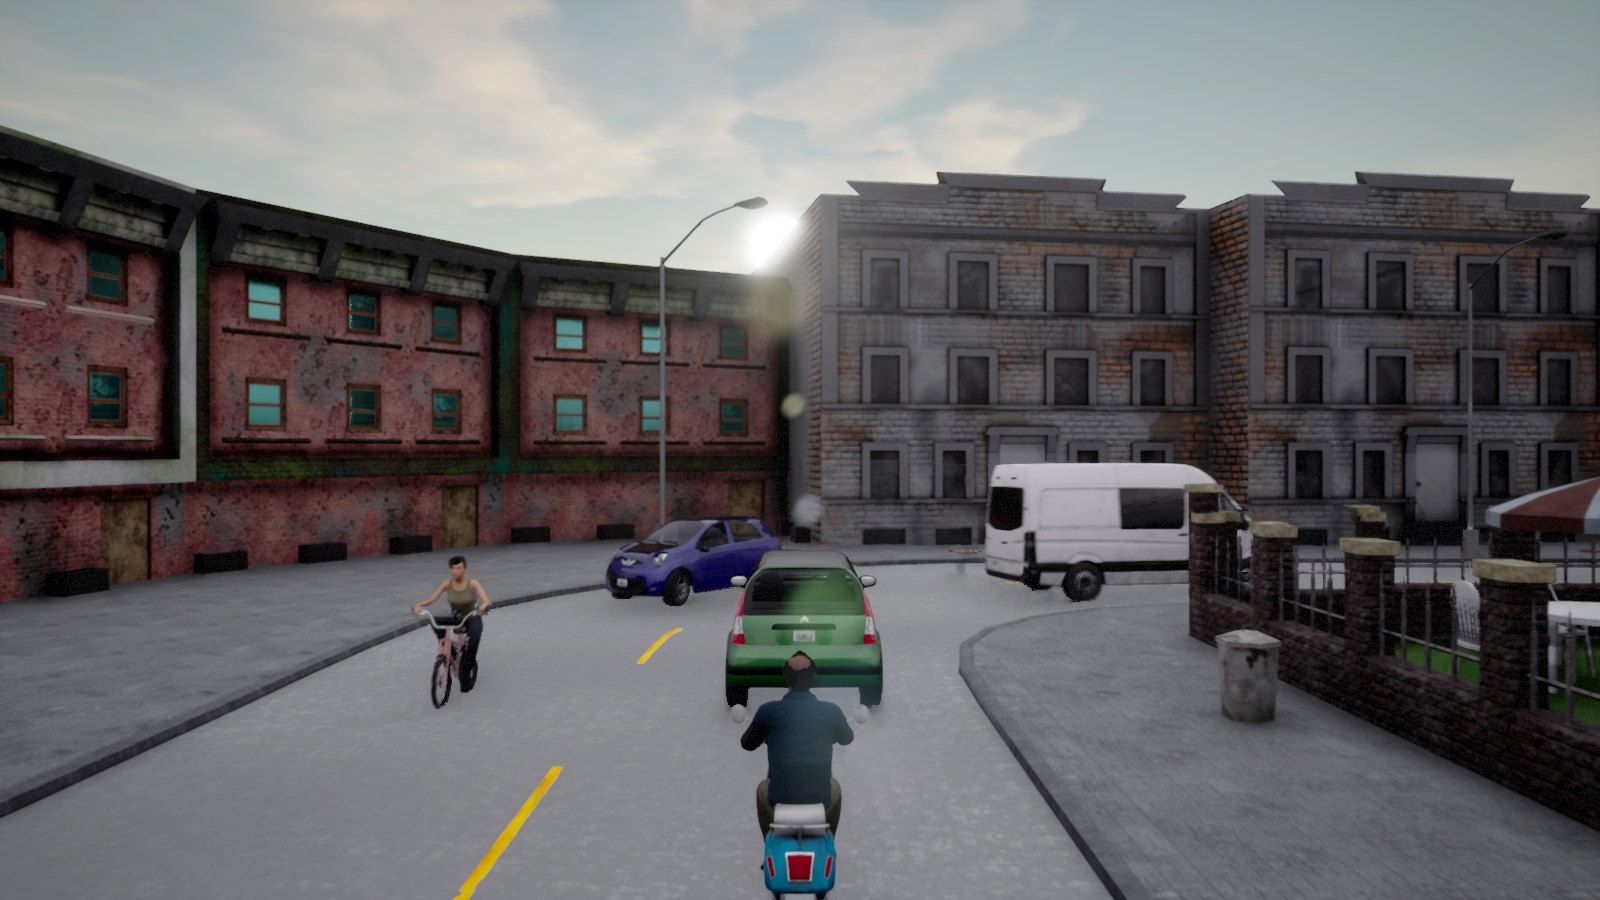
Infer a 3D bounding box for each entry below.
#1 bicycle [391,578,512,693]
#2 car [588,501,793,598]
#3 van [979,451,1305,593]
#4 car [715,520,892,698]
[{"bbox_3d":[-3.861,2.034,12.789,0.859,1.080,1.487,0,-1,1],"label":"bicycle"},{"bbox_3d":[-2.010,1.819,21.763,1.845,1.501,3.633,0,0,40],"label":"car"},{"bbox_3d":[6.659,1.314,22.361,5.915,2.561,1.988,0,-1,-15],"label":"van"},{"bbox_3d":[0.037,1.779,13.937,1.851,1.617,3.988,0,0,0],"label":"car"}]
